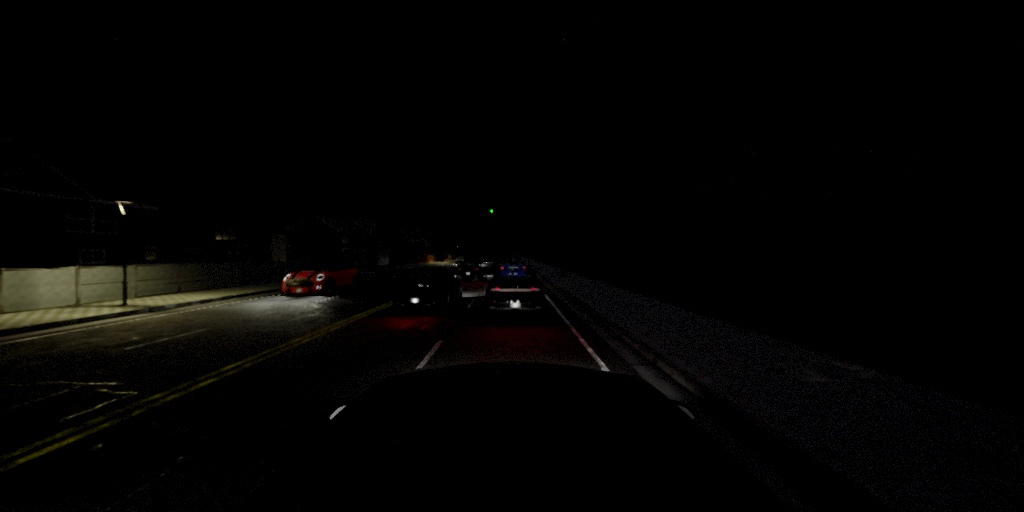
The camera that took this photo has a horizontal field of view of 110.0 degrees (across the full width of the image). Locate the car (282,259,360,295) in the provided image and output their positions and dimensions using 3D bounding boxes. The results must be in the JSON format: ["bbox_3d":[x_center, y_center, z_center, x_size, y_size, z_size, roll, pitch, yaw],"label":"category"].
[{"bbox_3d":[-9.828,0.985,18.810,2.097,1.767,4.553,0,0,0],"label":"car"}]

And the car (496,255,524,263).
[{"bbox_3d":[0.097,0.928,27.339,2.097,1.767,4.553,0,0,0],"label":"car"}]

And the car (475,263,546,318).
[{"bbox_3d":[0.099,1.167,12.619,2.128,1.511,4.902,0,0,0],"label":"car"}]

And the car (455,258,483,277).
[{"bbox_3d":[-3.390,1.094,28.474,1.812,1.442,4.674,0,0,-5],"label":"car"}]

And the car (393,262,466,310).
[{"bbox_3d":[-3.150,1.171,14.071,1.837,1.490,4.892,0,1,0],"label":"car"}]
